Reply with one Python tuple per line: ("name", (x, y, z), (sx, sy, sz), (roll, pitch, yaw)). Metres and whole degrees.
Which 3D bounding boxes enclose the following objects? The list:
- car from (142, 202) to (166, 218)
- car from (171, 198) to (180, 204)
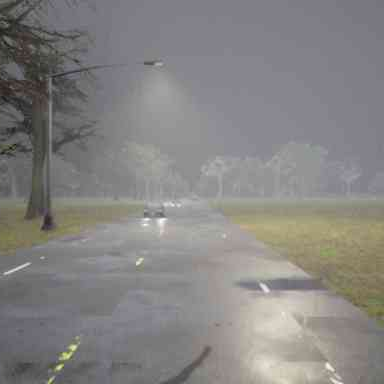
("car", (-3.611, 1.718, 32.781), (1.812, 1.442, 4.674), (0, 0, 0))
("car", (-3.540, 1.981, 73.195), (1.895, 1.301, 4.718), (0, 0, 0))
